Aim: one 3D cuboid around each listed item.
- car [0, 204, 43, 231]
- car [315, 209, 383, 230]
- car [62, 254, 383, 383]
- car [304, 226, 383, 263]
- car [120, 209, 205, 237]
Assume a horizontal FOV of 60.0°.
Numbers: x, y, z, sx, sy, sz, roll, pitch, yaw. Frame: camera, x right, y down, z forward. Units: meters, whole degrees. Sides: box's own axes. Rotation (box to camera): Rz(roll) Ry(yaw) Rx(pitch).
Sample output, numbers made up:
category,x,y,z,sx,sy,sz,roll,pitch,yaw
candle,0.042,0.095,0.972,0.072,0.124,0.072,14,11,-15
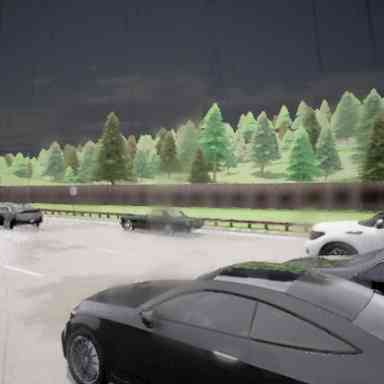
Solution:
category,x,y,z,sx,sy,sz,roll,pitch,yaw
car,-11.184,1.466,20.572,4.902,1.511,2.128,0,0,36
car,5.822,1.221,8.438,5.566,2.045,2.150,0,0,36
car,0.558,1.524,3.594,4.674,1.442,1.812,0,0,36
car,3.975,1.547,5.455,5.357,1.411,2.033,0,0,36
car,-1.749,1.586,18.139,4.718,1.301,1.895,0,0,36
